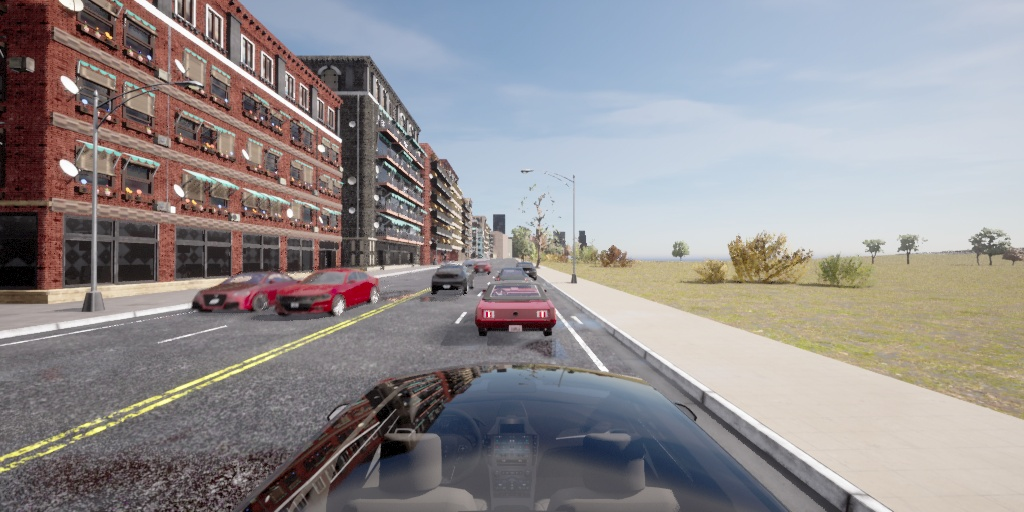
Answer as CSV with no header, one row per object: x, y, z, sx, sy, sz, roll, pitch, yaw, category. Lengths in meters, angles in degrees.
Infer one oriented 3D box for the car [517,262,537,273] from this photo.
1.064,1.259,30.359,1.837,1.490,4.892,0,0,0,car

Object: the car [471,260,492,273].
-3.250,1.279,40.131,1.812,1.442,4.674,0,0,0,car

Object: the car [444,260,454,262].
-9.980,1.353,55.978,1.895,1.301,4.718,0,0,0,car

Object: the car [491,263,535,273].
0.044,1.317,20.365,1.994,1.385,4.181,0,0,0,car

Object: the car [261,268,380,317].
-6.630,1.229,13.436,1.882,1.535,5.008,0,0,0,car

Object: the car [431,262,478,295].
-3.198,1.256,19.948,1.837,1.490,4.892,0,0,0,car

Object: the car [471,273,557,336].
0.079,1.352,10.335,1.895,1.301,4.718,0,0,0,car

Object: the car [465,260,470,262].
-6.731,1.300,56.325,2.033,1.411,5.357,0,0,0,car

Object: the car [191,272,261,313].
-9.881,1.316,13.898,1.994,1.385,4.181,0,0,0,car
